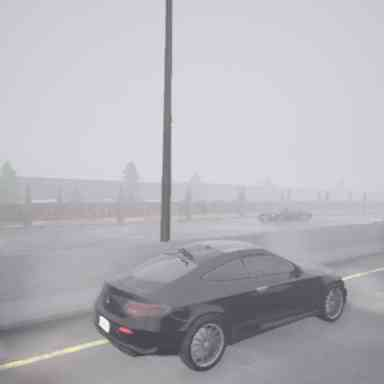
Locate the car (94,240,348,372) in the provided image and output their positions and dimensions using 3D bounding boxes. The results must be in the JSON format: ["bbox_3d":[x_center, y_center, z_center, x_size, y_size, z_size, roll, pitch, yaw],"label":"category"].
[{"bbox_3d":[0.734,1.568,5.685,4.674,1.442,1.812,1,0,-36],"label":"car"}]

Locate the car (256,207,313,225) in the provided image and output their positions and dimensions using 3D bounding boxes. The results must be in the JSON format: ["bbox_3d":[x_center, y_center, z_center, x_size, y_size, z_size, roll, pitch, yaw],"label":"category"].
[{"bbox_3d":[7.344,1.821,26.291,4.718,1.301,1.895,1,-1,-34],"label":"car"}]
